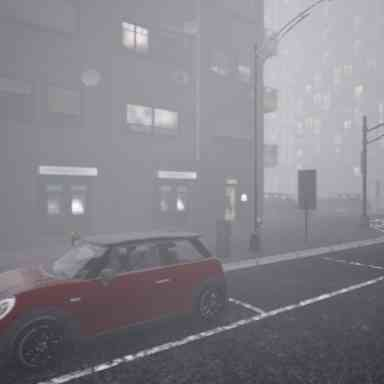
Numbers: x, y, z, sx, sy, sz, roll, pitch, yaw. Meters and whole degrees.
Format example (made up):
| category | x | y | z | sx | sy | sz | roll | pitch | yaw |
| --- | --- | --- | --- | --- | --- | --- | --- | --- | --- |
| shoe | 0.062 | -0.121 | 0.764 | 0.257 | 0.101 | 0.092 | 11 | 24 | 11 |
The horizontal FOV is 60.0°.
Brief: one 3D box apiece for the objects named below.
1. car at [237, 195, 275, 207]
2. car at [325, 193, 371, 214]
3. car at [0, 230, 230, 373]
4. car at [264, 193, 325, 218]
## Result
| category | x | y | z | sx | sy | sz | roll | pitch | yaw |
| --- | --- | --- | --- | --- | --- | --- | --- | --- | --- |
| car | 7.685 | 1.049 | 40.437 | 1.947 | 1.339 | 4.313 | 1 | 0 | -36 |
| car | 14.217 | 1.005 | 31.465 | 2.192 | 1.841 | 5.009 | 1 | 0 | -36 |
| car | -1.387 | 1.439 | 5.570 | 4.097 | 1.590 | 1.967 | 0 | 0 | -36 |
| car | 7.477 | 0.992 | 26.486 | 2.192 | 1.841 | 5.009 | 1 | 0 | -36 |
